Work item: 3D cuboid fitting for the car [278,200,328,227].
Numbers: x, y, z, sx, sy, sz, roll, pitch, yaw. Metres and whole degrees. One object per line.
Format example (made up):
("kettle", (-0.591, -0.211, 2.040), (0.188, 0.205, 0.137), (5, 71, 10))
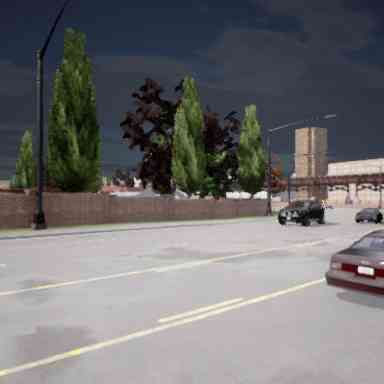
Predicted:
("car", (9.019, 1.680, 27.029), (2.150, 2.045, 5.566), (0, -2, 40))

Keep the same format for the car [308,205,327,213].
("car", (24.761, 3.300, 65.922), (1.994, 1.385, 4.181), (0, -2, -3))

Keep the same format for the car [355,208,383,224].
("car", (16.668, 2.218, 31.122), (2.033, 1.411, 5.357), (0, -2, 36))

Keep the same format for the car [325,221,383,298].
("car", (5.289, 1.610, 8.143), (5.357, 1.411, 2.033), (1, -1, -41))

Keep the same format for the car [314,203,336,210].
("car", (27.923, 3.009, 70.067), (2.128, 1.511, 4.902), (0, -2, -7))
